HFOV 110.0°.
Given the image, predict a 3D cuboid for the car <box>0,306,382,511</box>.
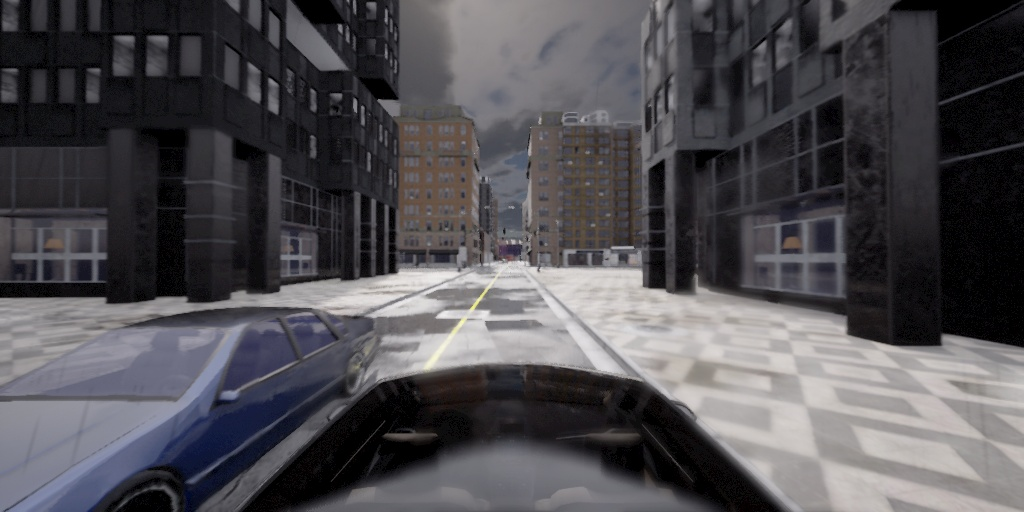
[{"bbox_3d":[-3.099,1.298,3.752,2.033,1.411,5.357,0,0,0],"label":"car"}]
